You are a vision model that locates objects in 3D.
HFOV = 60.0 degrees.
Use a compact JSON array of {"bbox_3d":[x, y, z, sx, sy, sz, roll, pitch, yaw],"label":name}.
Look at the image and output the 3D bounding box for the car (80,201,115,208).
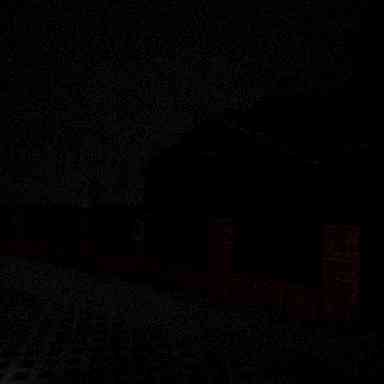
[{"bbox_3d":[-7.972,1.589,26.350,2.097,1.767,4.553,-1,-1,35],"label":"car"}]
